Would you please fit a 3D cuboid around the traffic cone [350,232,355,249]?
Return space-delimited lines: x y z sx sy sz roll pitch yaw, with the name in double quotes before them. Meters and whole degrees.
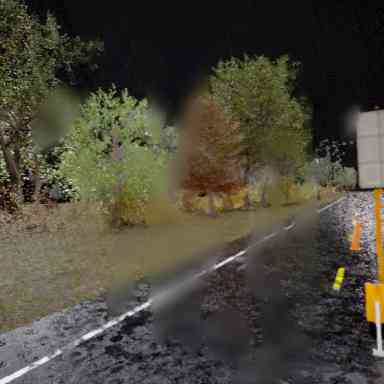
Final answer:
"traffic cone" 5.912 1.772 12.091 0.340 0.580 0.340 -3 -1 27

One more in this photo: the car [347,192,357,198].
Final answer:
"car" 33.906 0.670 70.507 1.895 1.301 4.718 -3 -1 27

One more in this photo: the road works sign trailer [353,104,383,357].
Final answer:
"road works sign trailer" 3.942 0.313 5.208 2.380 3.560 2.880 -3 -1 27
